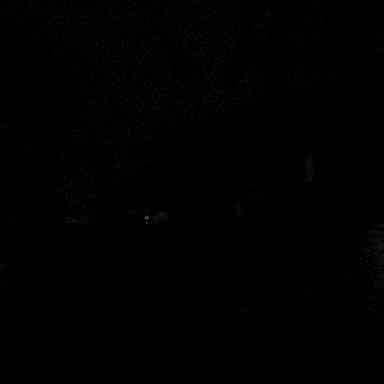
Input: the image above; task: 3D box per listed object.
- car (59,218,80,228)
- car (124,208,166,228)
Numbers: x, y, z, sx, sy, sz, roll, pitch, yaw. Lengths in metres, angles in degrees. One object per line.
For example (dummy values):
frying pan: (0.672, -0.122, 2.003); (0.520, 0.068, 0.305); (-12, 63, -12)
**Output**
car: (-17.638, 4.403, 47.508); (1.812, 1.442, 4.674); (0, -5, -36)
car: (-4.200, 2.211, 29.245); (2.097, 1.767, 4.553); (0, -5, -37)
